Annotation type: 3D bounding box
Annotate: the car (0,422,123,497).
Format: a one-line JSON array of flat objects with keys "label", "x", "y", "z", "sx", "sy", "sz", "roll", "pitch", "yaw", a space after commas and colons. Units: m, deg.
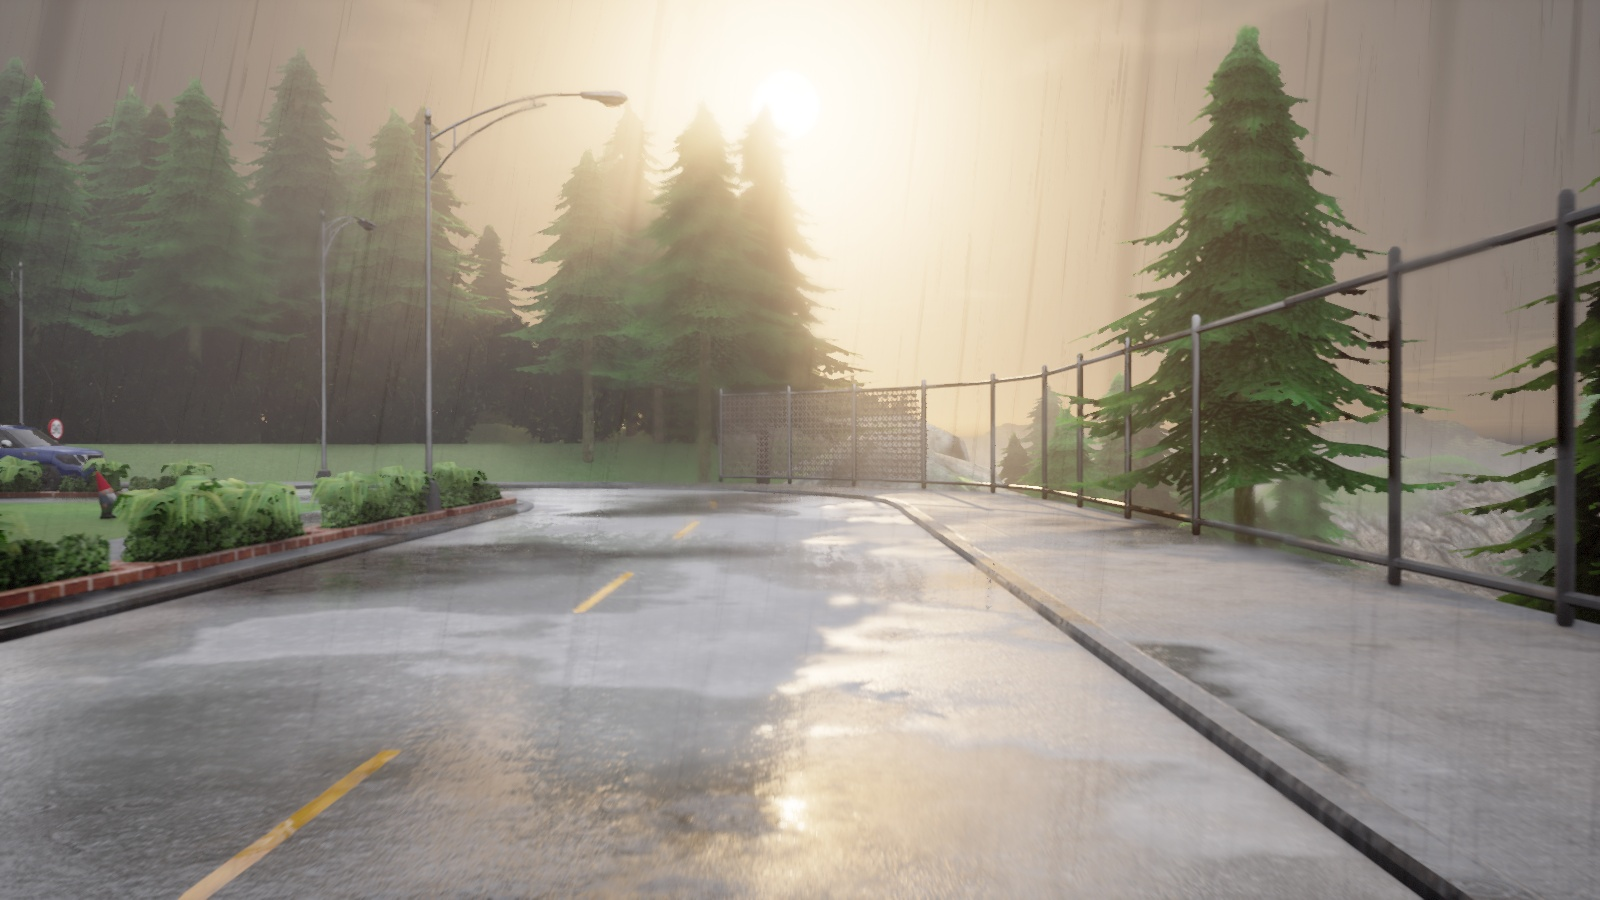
[{"label": "car", "x": -22.491, "y": 0.247, "z": 35.461, "sx": 5.566, "sy": 2.045, "sz": 2.150, "roll": 0, "pitch": 0, "yaw": 0}]
